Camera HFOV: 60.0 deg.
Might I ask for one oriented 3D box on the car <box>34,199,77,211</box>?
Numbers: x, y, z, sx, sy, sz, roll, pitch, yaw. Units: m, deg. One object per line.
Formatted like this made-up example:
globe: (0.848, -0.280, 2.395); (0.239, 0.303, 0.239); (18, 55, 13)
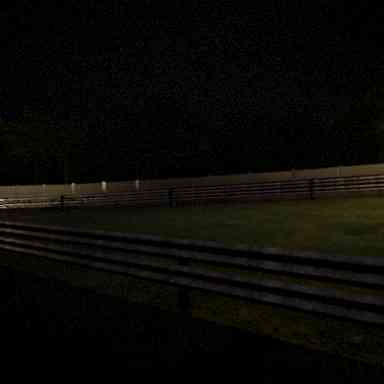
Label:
car: (-14.865, 1.246, 36.174); (4.892, 1.490, 1.837); (-3, -1, 17)
